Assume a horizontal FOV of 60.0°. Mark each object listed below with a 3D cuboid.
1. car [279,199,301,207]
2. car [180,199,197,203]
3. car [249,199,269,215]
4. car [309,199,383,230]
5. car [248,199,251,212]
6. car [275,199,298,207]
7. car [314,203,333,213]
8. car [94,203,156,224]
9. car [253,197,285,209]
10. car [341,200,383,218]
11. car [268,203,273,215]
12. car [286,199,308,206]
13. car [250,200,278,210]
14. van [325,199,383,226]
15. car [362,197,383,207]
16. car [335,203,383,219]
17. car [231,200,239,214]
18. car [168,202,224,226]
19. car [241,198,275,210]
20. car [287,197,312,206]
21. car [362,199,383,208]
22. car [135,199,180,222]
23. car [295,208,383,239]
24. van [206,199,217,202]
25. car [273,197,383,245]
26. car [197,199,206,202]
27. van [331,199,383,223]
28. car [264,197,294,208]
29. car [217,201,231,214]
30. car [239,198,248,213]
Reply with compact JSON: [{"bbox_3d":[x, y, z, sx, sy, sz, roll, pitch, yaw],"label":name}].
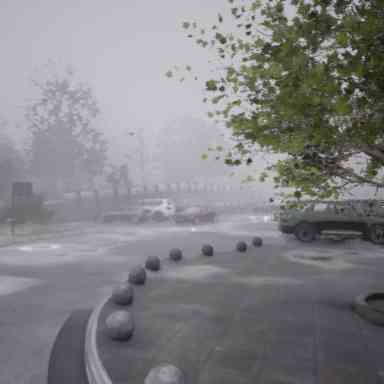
[{"bbox_3d":[22.032,2.383,74.840,4.553,1.767,2.185,-1,-2,11],"label":"car"},{"bbox_3d":[-2.702,1.700,33.326,5.566,2.045,2.435,-1,-1,11],"label":"car"},{"bbox_3d":[9.268,1.974,41.805,1.882,1.535,5.008,0,-1,31],"label":"car"},{"bbox_3d":[11.676,1.571,24.424,5.566,2.045,2.435,1,0,11],"label":"car"},{"bbox_3d":[6.601,2.191,48.874,4.792,1.488,2.163,-1,-2,11],"label":"car"},{"bbox_3d":[20.485,2.348,72.238,4.553,1.767,2.185,-1,-1,11],"label":"car"},{"bbox_3d":[19.376,2.268,48.782,1.895,1.301,4.718,0,-1,31],"label":"car"},{"bbox_3d":[-5.852,1.910,28.118,4.792,1.488,2.163,-1,-1,11],"label":"car"},{"bbox_3d":[14.284,2.084,61.867,5.566,2.045,2.435,-1,-1,11],"label":"car"},{"bbox_3d":[19.317,1.870,37.119,4.553,1.767,2.185,1,0,11],"label":"car"},{"bbox_3d":[9.180,1.942,31.702,1.837,1.490,4.892,0,-1,31],"label":"car"},{"bbox_3d":[25.157,2.578,80.021,4.892,1.521,2.231,-1,-2,11],"label":"car"},{"bbox_3d":[12.775,2.301,59.246,4.892,1.521,2.231,-1,-1,11],"label":"car"},{"bbox_3d":[13.336,1.633,26.947,4.442,1.987,1.878,1,-1,11],"label":"van"},{"bbox_3d":[40.555,2.219,72.691,5.566,2.045,2.435,1,-1,11],"label":"car"},{"bbox_3d":[17.765,1.962,34.579,4.892,1.521,2.231,1,-1,11],"label":"car"},{"bbox_3d":[3.502,1.966,43.676,4.553,1.767,2.185,-1,-1,11],"label":"car"},{"bbox_3d":[0.433,1.856,27.194,1.882,1.535,5.008,-1,-1,31],"label":"car"},{"bbox_3d":[11.247,2.014,56.660,5.566,2.045,2.435,-1,-1,11],"label":"car"},{"bbox_3d":[26.681,2.361,82.613,5.566,2.045,2.435,-1,-1,11],"label":"car"},{"bbox_3d":[36.005,2.243,65.059,4.553,1.767,2.185,1,0,11],"label":"car"},{"bbox_3d":[-4.306,1.664,30.720,5.566,2.045,2.435,-1,-1,11],"label":"car"},{"bbox_3d":[8.641,1.782,19.332,4.792,1.488,2.163,1,0,11],"label":"car"},{"bbox_3d":[0.255,1.798,38.527,4.442,1.987,1.878,-1,-1,11],"label":"van"},{"bbox_3d":[7.180,1.467,16.810,5.566,2.045,2.435,1,-1,11],"label":"car"},{"bbox_3d":[-1.209,1.862,35.925,4.553,1.767,2.185,-1,-2,11],"label":"car"},{"bbox_3d":[14.854,1.667,29.487,4.442,1.987,1.878,1,-1,11],"label":"van"},{"bbox_3d":[17.442,2.153,67.048,5.566,2.045,2.435,-1,-1,11],"label":"car"},{"bbox_3d":[1.916,2.058,41.104,4.892,1.521,2.231,-1,-1,11],"label":"car"},{"bbox_3d":[5.048,2.001,46.281,4.553,1.767,2.185,-1,-1,11],"label":"car"}]
